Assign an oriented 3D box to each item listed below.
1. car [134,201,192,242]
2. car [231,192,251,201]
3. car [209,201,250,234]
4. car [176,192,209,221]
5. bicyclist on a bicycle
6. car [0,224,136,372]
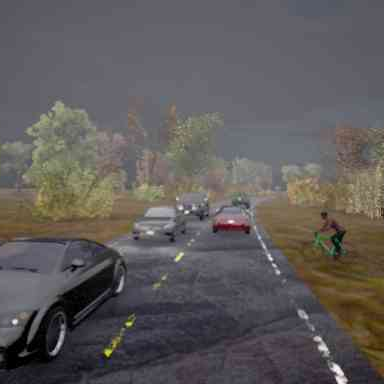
[{"bbox_3d":[-1.377,1.384,15.857,1.812,1.442,4.674,1,0,8],"label":"car"},{"bbox_3d":[6.275,0.990,42.605,2.150,2.045,5.566,1,1,11],"label":"car"},{"bbox_3d":[2.246,1.451,18.698,1.994,1.385,4.181,1,0,8],"label":"car"},{"bbox_3d":[0.103,1.023,26.019,2.150,2.045,5.566,1,0,9],"label":"car"},{"bbox_3d":[4.290,1.432,10.425,1.656,1.620,0.582,1,0,7],"label":"bicyclist on a bicycle"},{"bbox_3d":[-2.593,1.483,5.687,1.994,1.385,4.181,1,0,7],"label":"car"}]
